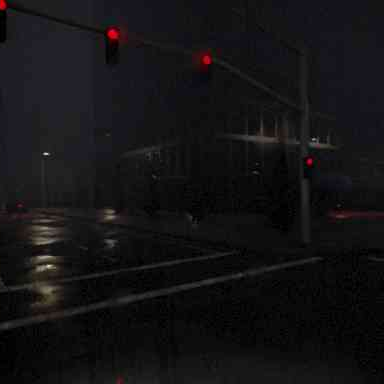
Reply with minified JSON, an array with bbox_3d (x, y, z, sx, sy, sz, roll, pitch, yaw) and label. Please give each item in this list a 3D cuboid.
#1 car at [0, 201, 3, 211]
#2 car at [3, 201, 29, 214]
[{"bbox_3d":[-27.005,1.975,48.488,1.812,1.442,4.674,-1,0,-35],"label":"car"},{"bbox_3d":[-21.092,1.840,40.242,2.128,1.511,4.902,-1,0,-35],"label":"car"}]
